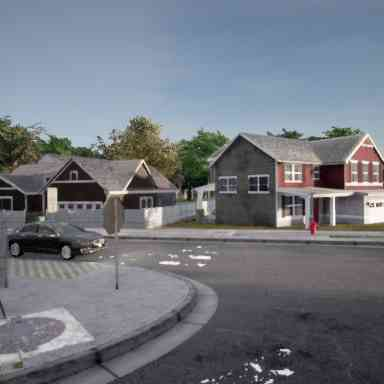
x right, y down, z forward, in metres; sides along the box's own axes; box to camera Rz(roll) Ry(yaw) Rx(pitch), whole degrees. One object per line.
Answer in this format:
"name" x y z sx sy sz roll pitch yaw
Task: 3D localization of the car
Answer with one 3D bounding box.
"car" -6.094 2.047 14.797 4.892 1.490 1.837 -2 0 22
